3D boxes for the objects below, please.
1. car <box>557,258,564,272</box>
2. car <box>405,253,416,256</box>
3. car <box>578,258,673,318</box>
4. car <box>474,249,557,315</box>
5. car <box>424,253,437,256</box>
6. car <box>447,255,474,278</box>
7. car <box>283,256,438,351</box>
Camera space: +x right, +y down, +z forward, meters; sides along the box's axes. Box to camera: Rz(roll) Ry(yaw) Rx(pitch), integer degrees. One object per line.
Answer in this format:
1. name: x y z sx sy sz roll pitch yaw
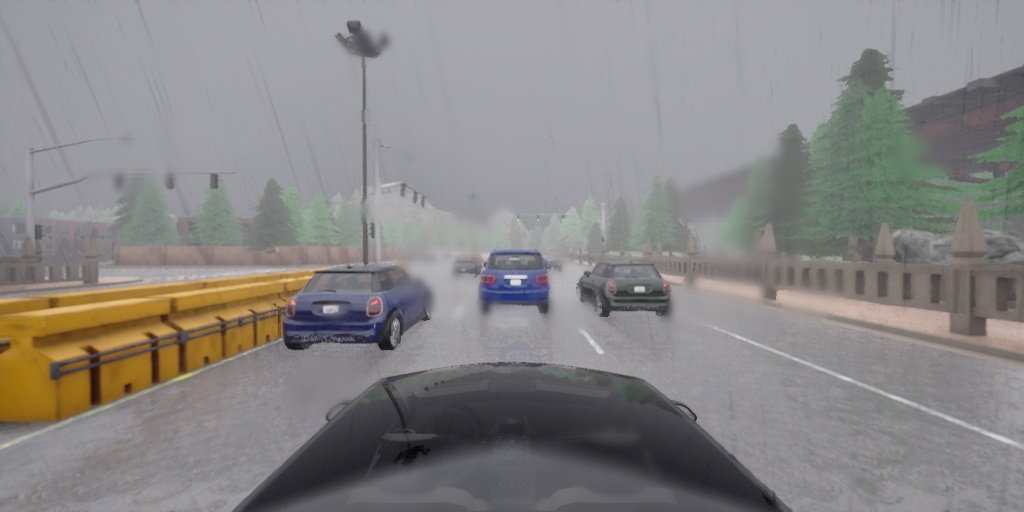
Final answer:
1. car: 3.733 0.829 34.024 1.895 1.301 4.718 0 1 0
2. car: -17.290 0.304 60.458 1.837 1.490 4.892 0 1 1
3. car: 3.641 0.930 12.331 2.097 1.767 4.553 0 1 0
4. car: 0.138 0.793 12.693 2.150 2.045 5.566 0 1 1
5. car: -13.797 0.371 60.007 1.994 1.385 4.181 0 1 1
6. car: -3.295 0.822 27.640 2.128 1.511 4.902 0 1 0
7. car: -3.371 0.986 8.827 2.097 1.767 4.553 0 1 0
